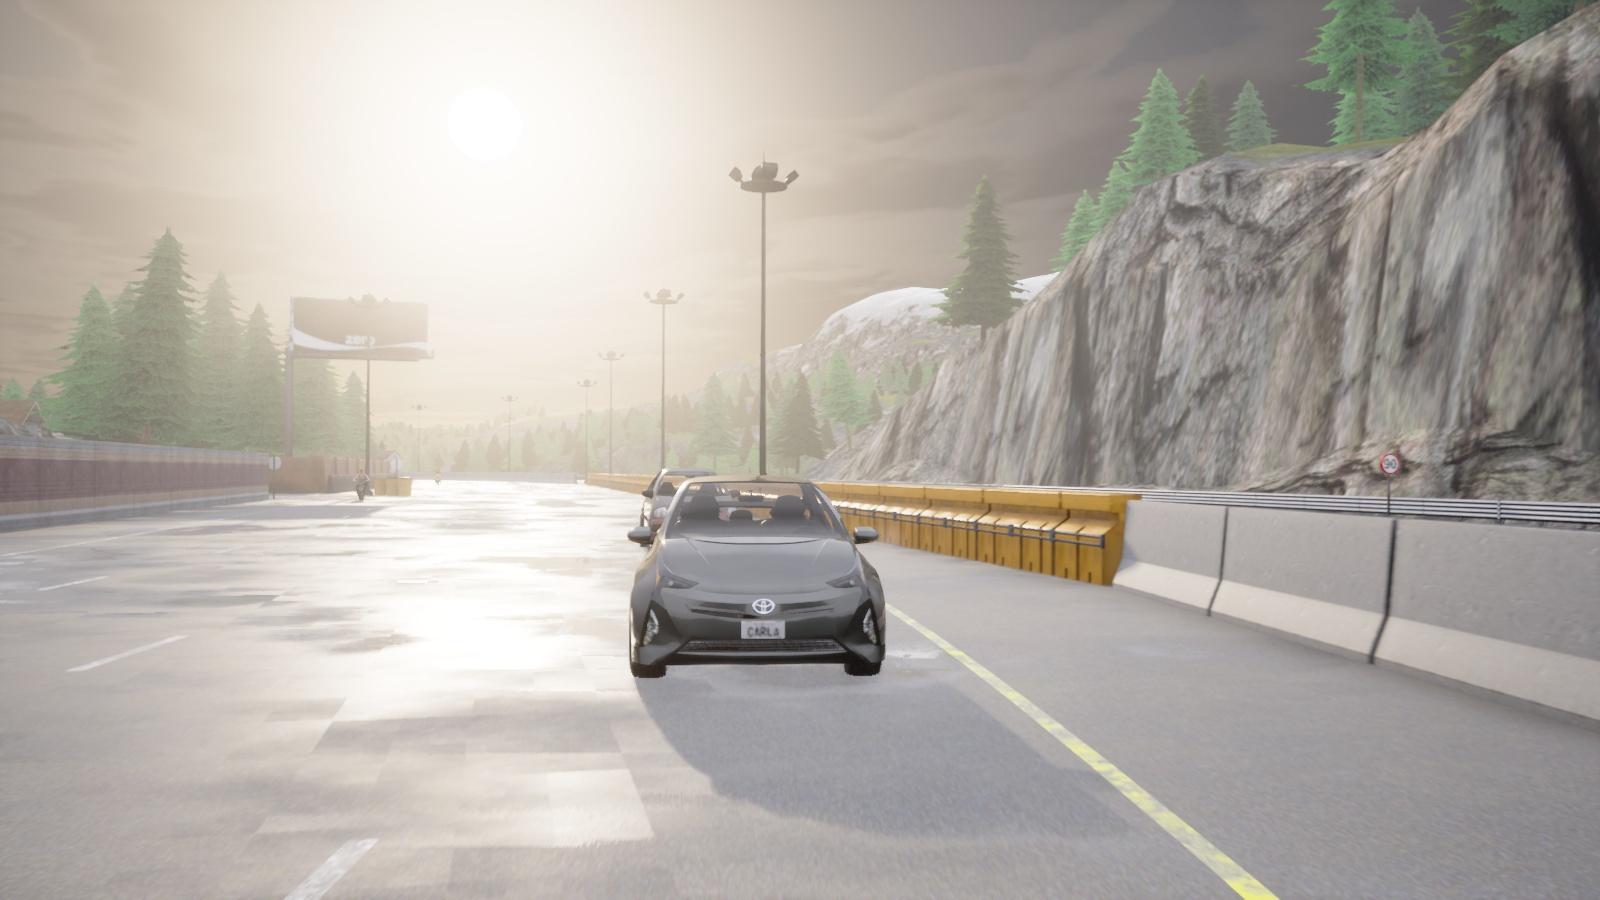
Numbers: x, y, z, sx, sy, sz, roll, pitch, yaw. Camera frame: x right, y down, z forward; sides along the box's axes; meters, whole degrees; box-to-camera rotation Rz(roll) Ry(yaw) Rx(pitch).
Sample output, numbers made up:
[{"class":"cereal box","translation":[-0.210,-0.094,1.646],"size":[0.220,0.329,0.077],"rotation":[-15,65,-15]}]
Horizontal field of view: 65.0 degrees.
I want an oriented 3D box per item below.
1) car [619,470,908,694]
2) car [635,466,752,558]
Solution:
[{"class":"car","translation":[-0.446,0.947,10.968],"size":[2.007,1.525,4.514],"rotation":[0,-1,-5]},{"class":"car","translation":[-2.132,1.126,24.169],"size":[1.851,1.617,3.988],"rotation":[0,-1,-10]}]
